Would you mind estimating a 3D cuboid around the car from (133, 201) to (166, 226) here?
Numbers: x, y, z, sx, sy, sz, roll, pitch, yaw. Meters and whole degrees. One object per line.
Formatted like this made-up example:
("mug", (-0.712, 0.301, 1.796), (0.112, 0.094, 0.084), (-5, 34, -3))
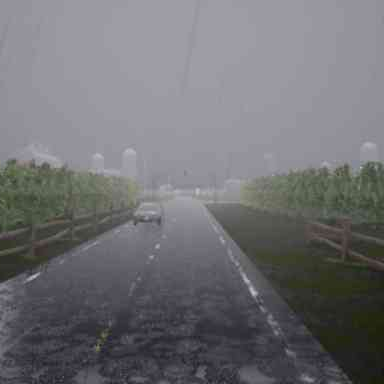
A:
("car", (-2.851, 1.423, 22.950), (1.837, 1.490, 4.892), (0, 0, 0))
